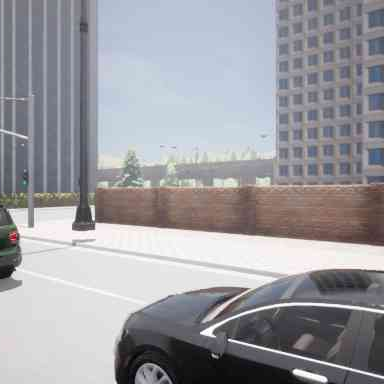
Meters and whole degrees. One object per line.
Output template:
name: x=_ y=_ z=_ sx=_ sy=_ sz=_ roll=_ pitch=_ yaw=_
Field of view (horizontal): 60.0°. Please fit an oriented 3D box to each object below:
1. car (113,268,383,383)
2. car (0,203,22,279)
car: x=1.368 y=1.505 z=3.016 sx=4.892 sy=1.490 sz=1.837 roll=0 pitch=0 yaw=35
car: x=-6.715 y=1.221 z=8.752 sx=5.566 sy=2.045 sz=2.150 roll=0 pitch=0 yaw=35
